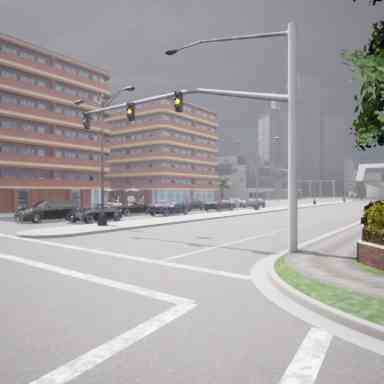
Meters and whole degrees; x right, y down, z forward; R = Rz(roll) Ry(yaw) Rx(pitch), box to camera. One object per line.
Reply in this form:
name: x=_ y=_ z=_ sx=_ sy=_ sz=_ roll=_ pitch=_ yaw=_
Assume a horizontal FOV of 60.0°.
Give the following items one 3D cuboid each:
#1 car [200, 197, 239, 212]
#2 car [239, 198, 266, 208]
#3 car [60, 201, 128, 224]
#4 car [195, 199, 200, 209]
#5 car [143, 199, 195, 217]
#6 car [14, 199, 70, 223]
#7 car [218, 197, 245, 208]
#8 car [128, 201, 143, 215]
car: x=3.308 y=1.601 z=39.407 sx=1.895 sy=1.301 sz=4.718 roll=0 pitch=0 yaw=36
car: x=8.846 y=1.526 z=46.970 sx=1.812 sy=1.442 sz=4.674 roll=0 pitch=0 yaw=36
car: x=-7.245 y=1.564 z=24.920 sx=1.994 sy=1.385 sz=4.181 roll=0 pitch=0 yaw=36
car: x=-0.196 y=1.547 z=40.545 sx=2.033 sy=1.411 sz=5.357 roll=0 pitch=0 yaw=36
car: x=-2.087 y=1.601 z=32.000 sx=1.895 sy=1.301 sz=4.718 roll=0 pitch=0 yaw=36
car: x=-11.103 y=1.352 z=25.576 sx=2.097 sy=1.767 sz=4.553 roll=0 pitch=0 yaw=36
car: x=5.835 y=1.526 z=48.783 sx=1.812 sy=1.442 sz=4.674 roll=0 pitch=0 yaw=36
car: x=-5.835 y=1.601 z=32.808 sx=1.895 sy=1.301 sz=4.718 roll=0 pitch=0 yaw=36
